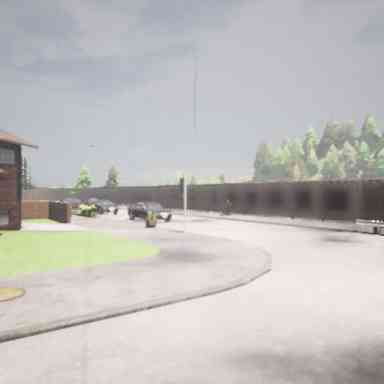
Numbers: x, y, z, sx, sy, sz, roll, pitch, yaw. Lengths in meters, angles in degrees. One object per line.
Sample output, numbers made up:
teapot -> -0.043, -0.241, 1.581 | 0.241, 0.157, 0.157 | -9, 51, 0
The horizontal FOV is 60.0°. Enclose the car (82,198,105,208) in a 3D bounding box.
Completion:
car -> -14.649, 1.602, 49.213 | 1.812, 1.442, 4.674 | 0, 0, -35

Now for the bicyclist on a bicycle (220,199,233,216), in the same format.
bicyclist on a bicycle -> 3.290, 1.445, 31.384 | 1.656, 1.620, 0.582 | 0, 0, -36

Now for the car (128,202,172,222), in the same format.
car -> -3.394, 1.548, 26.291 | 2.128, 1.511, 4.902 | 0, 0, -36

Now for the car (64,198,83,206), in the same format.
car -> -20.575, 1.677, 57.430 | 1.895, 1.301, 4.718 | 0, 0, -36

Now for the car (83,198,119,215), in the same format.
car -> -9.220, 1.549, 34.465 | 2.128, 1.511, 4.902 | 0, 0, -35

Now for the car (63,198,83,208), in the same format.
car -> -15.288, 1.535, 43.010 | 1.882, 1.535, 5.008 | 0, 0, -35
